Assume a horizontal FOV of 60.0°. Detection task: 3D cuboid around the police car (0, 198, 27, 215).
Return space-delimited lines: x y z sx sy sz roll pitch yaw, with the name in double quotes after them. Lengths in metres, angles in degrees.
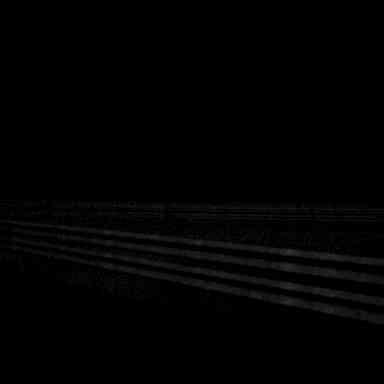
-19.779 1.487 34.735 5.238 1.638 1.930 0 0 19 "police car"
